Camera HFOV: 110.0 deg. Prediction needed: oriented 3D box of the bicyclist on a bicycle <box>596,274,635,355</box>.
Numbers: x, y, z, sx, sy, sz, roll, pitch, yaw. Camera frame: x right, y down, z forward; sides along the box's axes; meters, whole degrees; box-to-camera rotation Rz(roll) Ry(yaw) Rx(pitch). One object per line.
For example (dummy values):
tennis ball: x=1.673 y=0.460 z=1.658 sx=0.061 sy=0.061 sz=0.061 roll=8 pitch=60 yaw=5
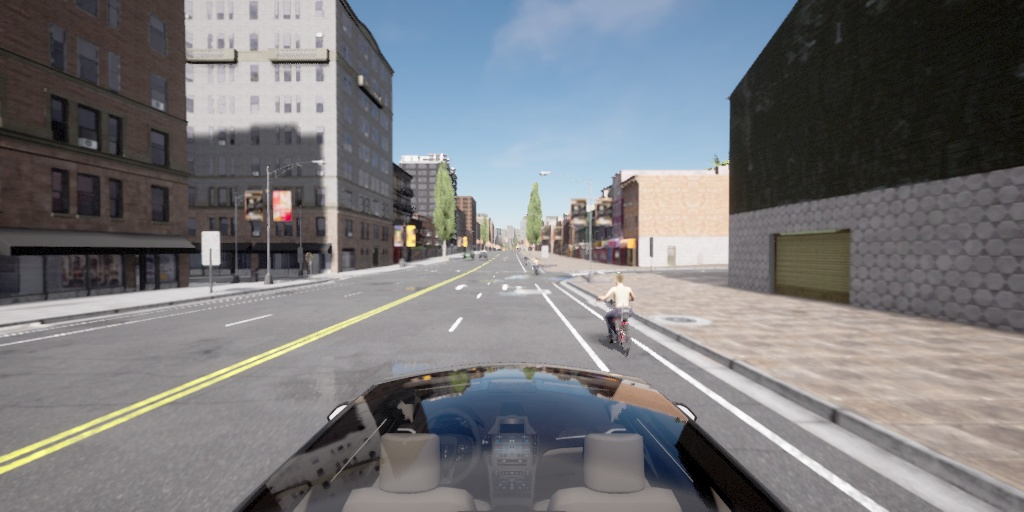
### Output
bicyclist on a bicycle: x=2.270 y=1.180 z=7.680 sx=0.866 sy=1.612 sz=1.509 roll=0 pitch=0 yaw=0

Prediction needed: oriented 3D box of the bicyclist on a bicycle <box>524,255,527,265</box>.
bicyclist on a bicycle: x=2.265 y=0.678 z=59.364 sx=0.659 sy=1.776 sz=1.843 roll=0 pitch=1 yaw=0

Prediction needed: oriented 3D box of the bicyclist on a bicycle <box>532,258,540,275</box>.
bicyclist on a bicycle: x=2.239 y=0.945 z=33.302 sx=0.866 sy=1.612 sz=1.509 roll=-1 pitch=1 yaw=0
